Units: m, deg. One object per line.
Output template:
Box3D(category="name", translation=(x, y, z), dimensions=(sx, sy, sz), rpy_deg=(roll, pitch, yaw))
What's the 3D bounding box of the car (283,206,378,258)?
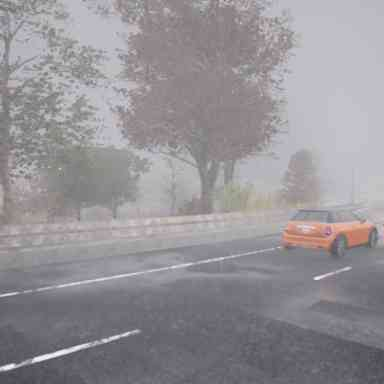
Box3D(category="car", translation=(5.597, 1.385, 13.226), dimensions=(4.553, 1.767, 2.097), rpy_deg=(0, 0, -43))
